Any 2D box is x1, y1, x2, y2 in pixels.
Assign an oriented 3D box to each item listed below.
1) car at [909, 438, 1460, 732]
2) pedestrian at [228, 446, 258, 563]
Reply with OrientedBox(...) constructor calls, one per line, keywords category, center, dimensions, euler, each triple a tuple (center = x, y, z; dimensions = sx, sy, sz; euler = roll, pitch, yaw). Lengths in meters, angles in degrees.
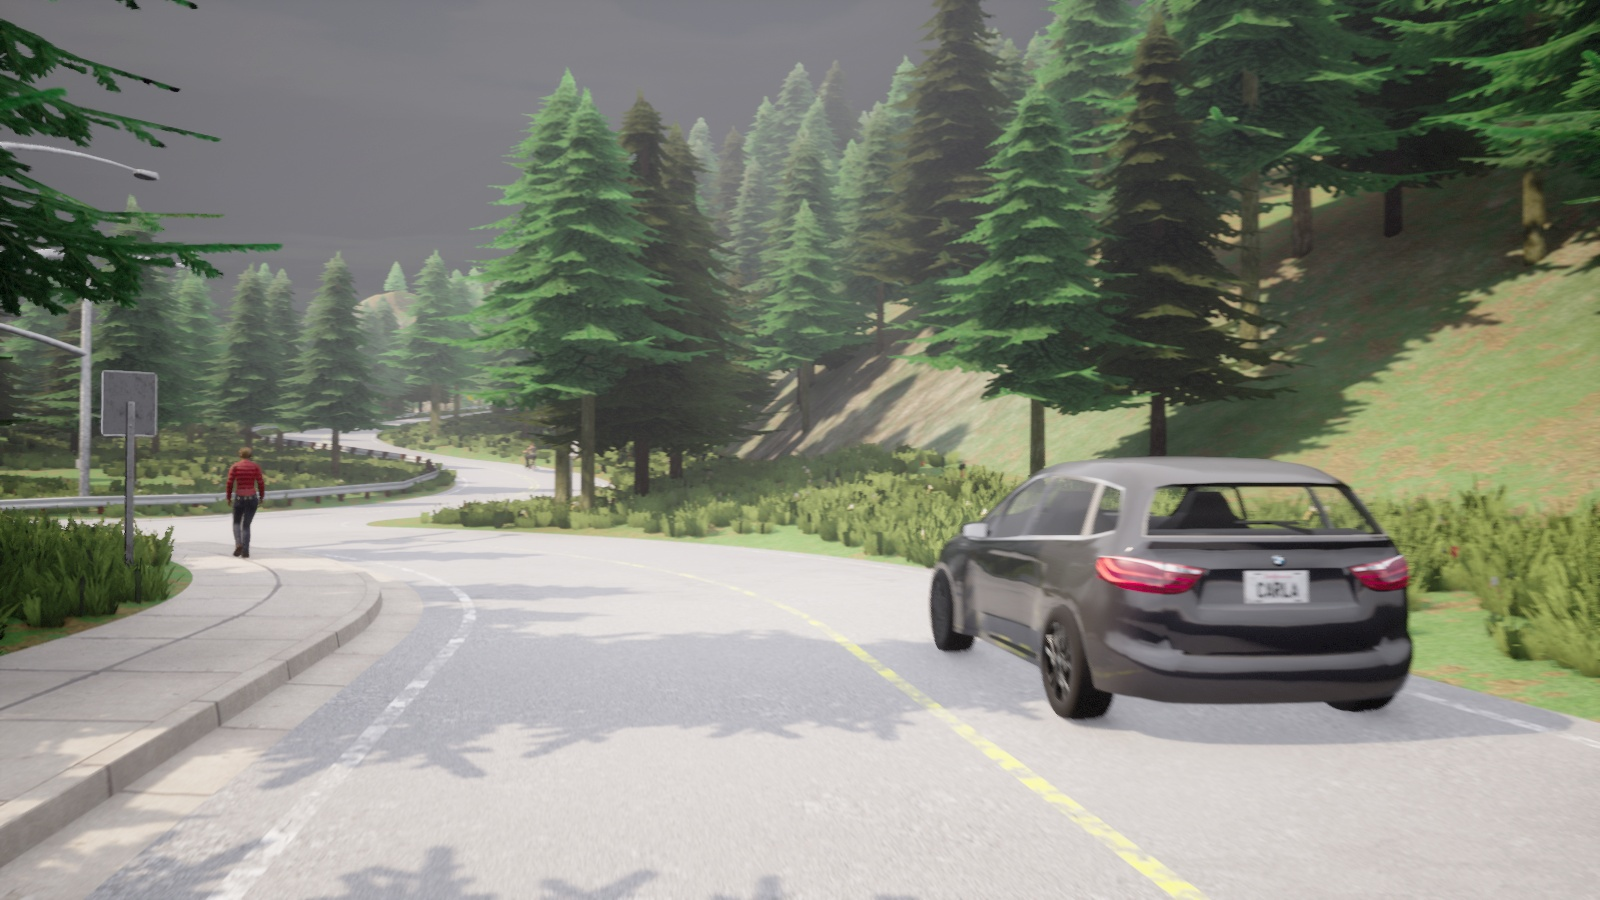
OrientedBox(category="car", center=(2.467, 0.806, 9.585), dimensions=(2.242, 1.667, 4.611), euler=(0, -1, -9))
OrientedBox(category="pedestrian", center=(-8.931, 0.862, 20.132), dimensions=(0.331, 1.846, 0.636), euler=(0, -1, -33))
